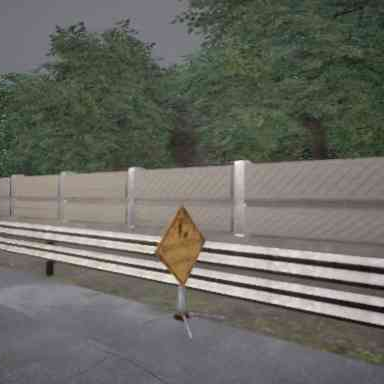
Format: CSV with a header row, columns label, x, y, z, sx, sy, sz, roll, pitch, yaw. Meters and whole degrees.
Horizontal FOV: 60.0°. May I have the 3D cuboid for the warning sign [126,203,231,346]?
label,x,y,z,sx,sy,sz,roll,pitch,yaw
warning sign,-0.175,1.123,5.269,1.060,1.860,1.300,-1,0,35
